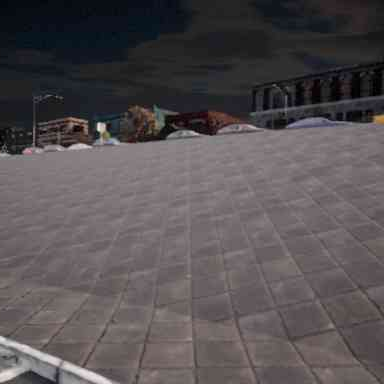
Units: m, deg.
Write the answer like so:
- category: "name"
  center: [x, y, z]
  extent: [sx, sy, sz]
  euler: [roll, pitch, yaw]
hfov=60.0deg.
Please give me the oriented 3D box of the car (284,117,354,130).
- category: "car"
  center: [8.368, -4.151, 21.878]
  extent: [4.674, 1.452, 2.002]
  euler: [2, 2, 38]

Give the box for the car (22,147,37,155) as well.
- category: "car"
  center: [-21.682, -5.410, 46.231]
  extent: [4.553, 1.767, 2.185]
  euler: [2, 1, 39]

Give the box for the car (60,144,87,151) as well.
- category: "car"
  center: [-13.011, -4.946, 39.159]
  extent: [4.674, 1.452, 2.002]
  euler: [2, 1, 39]

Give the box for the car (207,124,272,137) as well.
- category: "car"
  center: [4.002, -4.373, 25.294]
  extent: [4.892, 1.521, 2.231]
  euler: [2, 2, 39]

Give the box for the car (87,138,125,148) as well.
- category: "car"
  center: [-8.753, -4.962, 35.685]
  extent: [4.553, 1.767, 2.185]
  euler: [2, 1, 39]

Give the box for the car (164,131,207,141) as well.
- category: "car"
  center: [-0.279, -4.536, 28.775]
  extent: [4.892, 1.521, 2.231]
  euler: [2, 1, 39]

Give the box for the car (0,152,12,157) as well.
- category: "car"
  center: [-30.219, -5.563, 53.193]
  extent: [4.892, 1.521, 2.231]
  euler: [2, 1, 39]

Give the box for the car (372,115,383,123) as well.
- category: "car"
  center: [12.809, -4.004, 18.555]
  extent: [5.008, 1.535, 2.097]
  euler: [2, 2, 37]

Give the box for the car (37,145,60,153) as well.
- category: "car"
  center: [-17.405, -5.265, 42.743]
  extent: [4.553, 1.767, 2.185]
  euler: [2, 1, 39]
